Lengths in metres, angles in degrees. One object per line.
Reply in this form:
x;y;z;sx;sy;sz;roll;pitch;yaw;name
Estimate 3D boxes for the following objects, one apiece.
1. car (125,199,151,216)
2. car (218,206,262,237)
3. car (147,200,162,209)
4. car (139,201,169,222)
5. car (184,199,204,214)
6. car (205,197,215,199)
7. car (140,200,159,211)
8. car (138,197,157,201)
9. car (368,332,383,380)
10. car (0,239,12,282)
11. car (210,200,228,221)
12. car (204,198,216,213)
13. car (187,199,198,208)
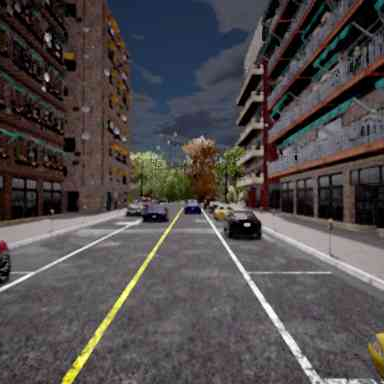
-5.813;1.791;34.871;2.008;1.369;4.403;1;0;0;car
2.770;1.695;18.776;1.947;1.339;4.313;1;0;0;car
-5.815;1.940;51.575;1.802;1.307;4.206;1;0;0;car
-3.004;1.768;28.418;1.994;1.385;4.181;0;0;0;car
0.098;1.836;39.461;1.994;1.385;4.181;0;0;0;car
2.836;1.672;51.544;2.192;1.841;5.009;1;0;0;car
-5.814;1.884;46.007;1.947;1.339;4.313;1;0;0;car
-5.811;1.595;40.440;2.192;1.841;5.009;1;0;0;car
2.708;1.537;1.601;1.752;1.417;4.829;1;0;0;car
-5.699;1.489;7.031;1.967;1.590;4.097;1;0;0;car
2.834;1.728;29.441;1.752;1.417;4.829;1;0;0;car
2.834;1.830;40.407;2.008;1.369;4.403;1;0;0;car
0.113;1.908;55.035;1.812;1.442;4.674;0;-1;1;car
